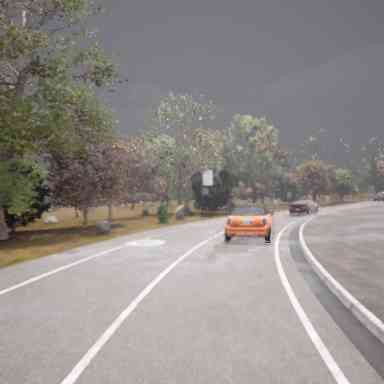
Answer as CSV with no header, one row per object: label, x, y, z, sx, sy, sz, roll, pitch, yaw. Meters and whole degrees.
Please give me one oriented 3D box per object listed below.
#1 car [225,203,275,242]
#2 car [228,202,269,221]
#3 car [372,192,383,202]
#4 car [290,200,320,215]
car,3.036,1.402,16.853,2.097,1.767,4.553,-1,-1,17
car,5.360,1.763,31.000,2.033,1.411,5.357,-3,-2,30
car,33.918,0.820,59.135,4.892,1.490,1.837,-4,-2,-37
car,11.568,1.519,34.090,1.882,1.535,5.008,-4,-2,35
